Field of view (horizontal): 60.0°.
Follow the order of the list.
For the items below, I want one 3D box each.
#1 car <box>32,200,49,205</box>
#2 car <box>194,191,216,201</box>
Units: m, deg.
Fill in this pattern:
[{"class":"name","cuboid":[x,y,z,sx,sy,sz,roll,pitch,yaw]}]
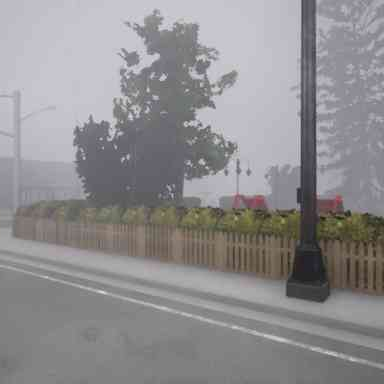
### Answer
[{"class":"car","cuboid":[-14.169,1.524,31.813,1.812,1.442,4.674,0,0,34]},{"class":"car","cuboid":[1.903,0.877,54.483,2.150,2.045,5.566,0,0,35]}]
